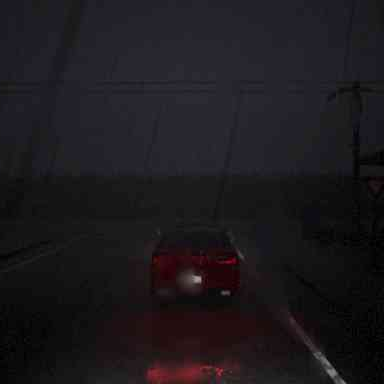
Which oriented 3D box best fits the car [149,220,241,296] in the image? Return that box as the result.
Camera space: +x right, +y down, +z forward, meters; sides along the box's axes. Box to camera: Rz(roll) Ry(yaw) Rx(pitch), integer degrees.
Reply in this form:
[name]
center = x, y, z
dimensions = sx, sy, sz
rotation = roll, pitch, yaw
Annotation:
[car]
center = 0.067, 1.472, 8.656
dimensions = 1.882, 1.535, 5.008
rotation = 0, 0, 0
